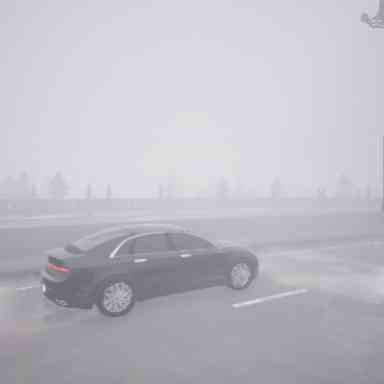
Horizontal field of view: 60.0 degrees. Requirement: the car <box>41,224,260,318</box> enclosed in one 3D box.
[{"bbox_3d":[-0.637,1.473,7.340,4.892,1.490,1.837,0,0,-33],"label":"car"}]
